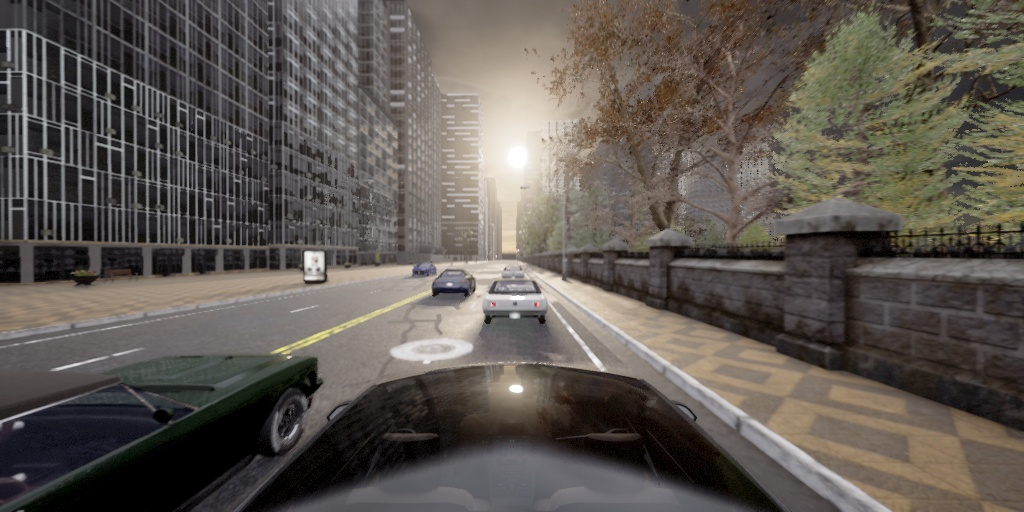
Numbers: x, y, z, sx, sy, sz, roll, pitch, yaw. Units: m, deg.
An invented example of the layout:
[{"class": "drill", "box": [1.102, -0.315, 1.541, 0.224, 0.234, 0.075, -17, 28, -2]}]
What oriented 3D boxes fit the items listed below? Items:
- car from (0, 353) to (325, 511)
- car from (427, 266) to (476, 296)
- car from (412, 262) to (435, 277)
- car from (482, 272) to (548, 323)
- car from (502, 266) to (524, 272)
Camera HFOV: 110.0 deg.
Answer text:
[{"class": "car", "box": [-3.150, 1.353, 2.123, 1.895, 1.301, 4.718, 0, 0, 0]}, {"class": "car", "box": [-3.150, 1.420, 20.109, 1.994, 1.385, 4.181, 0, 0, 0]}, {"class": "car", "box": [-9.752, 1.469, 40.202, 1.882, 1.535, 5.008, 0, 0, 0]}, {"class": "car", "box": [0.093, 1.411, 12.372, 1.895, 1.301, 4.718, 0, 0, 0]}, {"class": "car", "box": [0.097, 1.527, 31.744, 1.895, 1.301, 4.718, 0, 0, 0]}]
